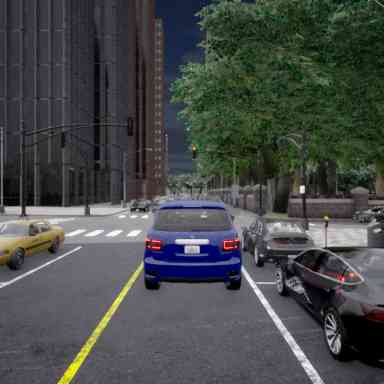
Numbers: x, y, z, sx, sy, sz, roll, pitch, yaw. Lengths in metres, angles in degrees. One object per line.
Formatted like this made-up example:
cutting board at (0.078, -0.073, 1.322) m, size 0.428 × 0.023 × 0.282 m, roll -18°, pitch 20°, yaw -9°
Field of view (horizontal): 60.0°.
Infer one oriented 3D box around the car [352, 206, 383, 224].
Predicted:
car at (15.181, 1.842, 26.078) m, size 4.892 × 1.490 × 1.837 m, roll 1°, pitch 0°, yaw 0°

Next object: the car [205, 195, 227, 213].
car at (2.664, 1.328, 37.903) m, size 2.192 × 1.841 × 5.009 m, roll 0°, pitch 0°, yaw 0°

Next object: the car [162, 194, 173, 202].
car at (-5.975, 1.379, 81.528) m, size 2.192 × 1.841 × 5.009 m, roll 0°, pitch 0°, yaw 0°

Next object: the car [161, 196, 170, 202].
car at (-5.961, 1.639, 76.071) m, size 1.802 × 1.307 × 4.206 m, roll 0°, pitch 0°, yaw 0°

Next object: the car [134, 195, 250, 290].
car at (0.050, 1.222, 9.218) m, size 2.150 × 2.045 × 5.566 m, roll 0°, pitch 0°, yaw 1°

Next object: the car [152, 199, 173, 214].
car at (-3.234, 1.537, 36.779) m, size 1.812 × 1.442 × 4.674 m, roll 0°, pitch 0°, yaw 1°

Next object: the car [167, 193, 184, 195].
car at (-3.205, 1.397, 65.304) m, size 2.097 × 1.767 × 4.553 m, roll 0°, pitch 0°, yaw 0°

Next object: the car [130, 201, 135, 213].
car at (-5.861, 1.578, 37.872) m, size 1.947 × 1.339 × 4.313 m, roll 0°, pitch 0°, yaw 0°

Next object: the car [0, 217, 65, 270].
car at (-5.790, 1.526, 11.037) m, size 1.752 × 1.417 × 4.829 m, roll 0°, pitch 0°, yaw 0°

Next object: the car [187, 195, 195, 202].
car at (-0.206, 1.560, 78.847) m, size 1.837 × 1.490 × 4.892 m, roll 0°, pitch 0°, yaw 0°

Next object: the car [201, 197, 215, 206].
car at (2.621, 1.582, 54.272) m, size 2.008 × 1.369 × 4.403 m, roll 0°, pitch 0°, yaw 0°

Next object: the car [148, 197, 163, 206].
car at (-5.904, 1.582, 54.242) m, size 2.008 × 1.369 × 4.403 m, roll 0°, pitch 0°, yaw 0°

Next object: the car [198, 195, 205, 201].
car at (2.535, 1.597, 87.181) m, size 1.752 × 1.417 × 4.829 m, roll 0°, pitch 0°, yaw 0°

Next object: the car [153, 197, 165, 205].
car at (-5.918, 1.619, 59.699) m, size 1.802 × 1.307 × 4.206 m, roll 0°, pitch 0°, yaw 0°

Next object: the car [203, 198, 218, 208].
car at (2.635, 1.591, 48.816) m, size 1.947 × 1.339 × 4.313 m, roll 0°, pitch 0°, yaw 0°

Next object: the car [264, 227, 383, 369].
car at (2.749, 1.566, 5.725) m, size 1.947 × 1.339 × 4.313 m, roll 0°, pitch 0°, yaw 0°

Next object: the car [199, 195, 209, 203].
car at (2.578, 1.490, 70.642) m, size 1.967 × 1.590 × 4.097 m, roll 0°, pitch 0°, yaw 0°

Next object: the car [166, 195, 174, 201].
car at (-6.004, 1.625, 92.442) m, size 1.887 × 1.381 × 4.507 m, roll 0°, pitch 0°, yaw 0°

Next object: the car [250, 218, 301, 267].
car at (2.734, 1.551, 11.238) m, size 2.008 × 1.369 × 4.403 m, roll 0°, pitch 0°, yaw 0°

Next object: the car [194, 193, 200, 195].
car at (-0.068, 1.534, 65.098) m, size 2.128 × 1.511 × 4.902 m, roll 0°, pitch 0°, yaw 0°

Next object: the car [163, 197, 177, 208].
car at (-3.223, 1.552, 49.738) m, size 1.812 × 1.442 × 4.674 m, roll 0°, pitch 0°, yaw 0°
